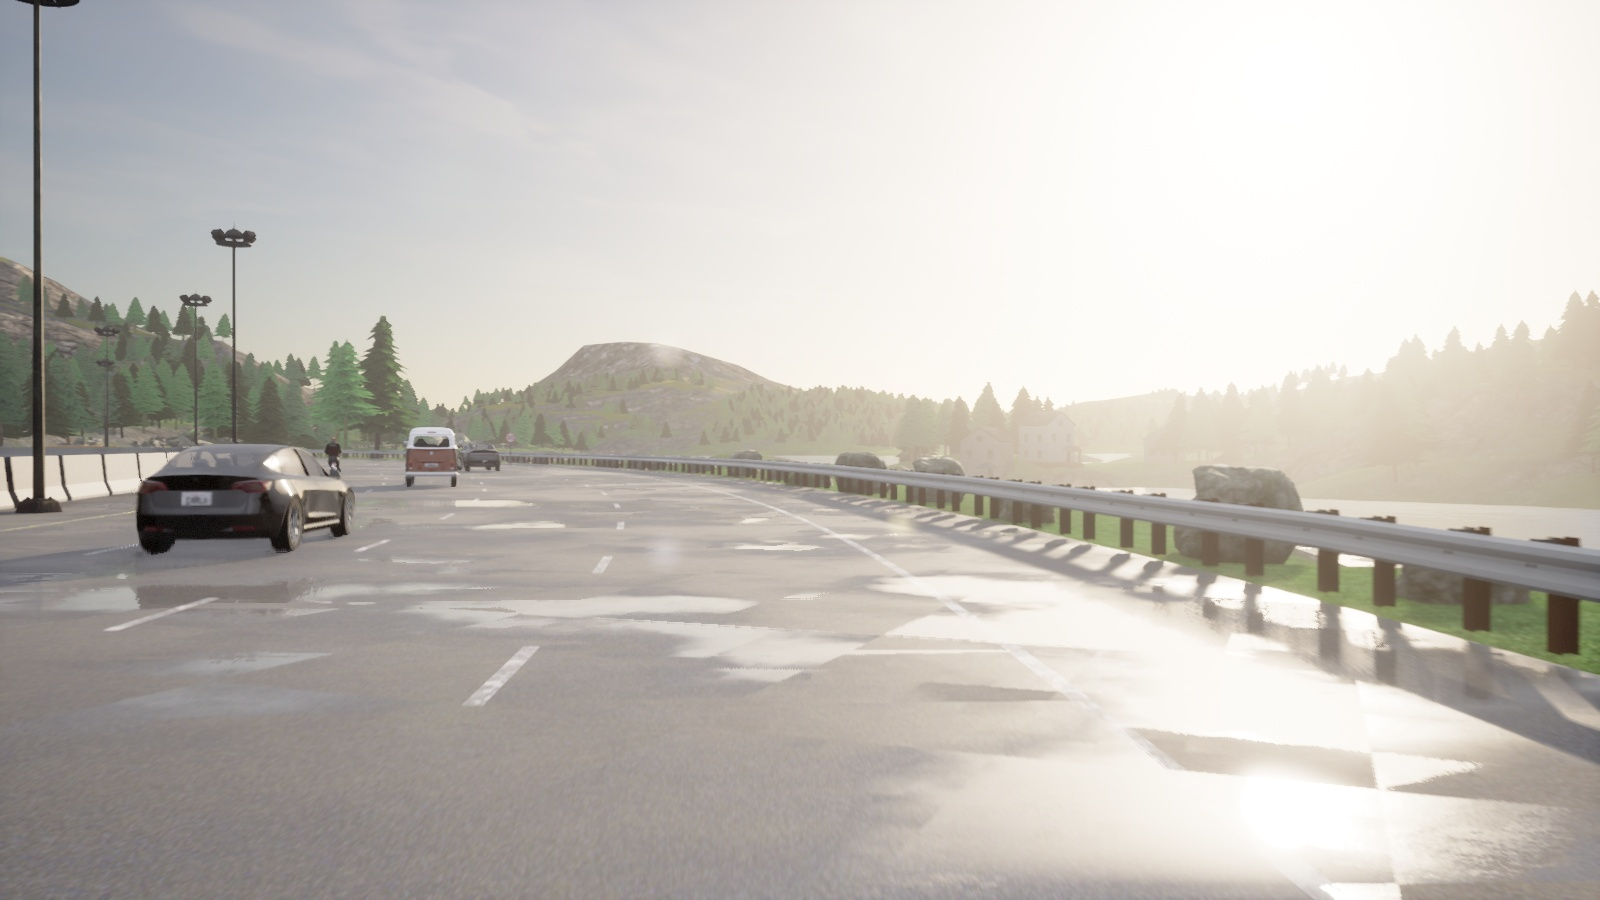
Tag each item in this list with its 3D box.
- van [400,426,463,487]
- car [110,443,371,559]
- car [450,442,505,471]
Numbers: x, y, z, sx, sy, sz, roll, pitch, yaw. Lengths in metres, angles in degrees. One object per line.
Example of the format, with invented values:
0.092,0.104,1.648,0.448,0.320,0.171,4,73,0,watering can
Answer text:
-13.102,0.211,44.783,2.069,2.038,4.480,0,0,-16,van
-8.032,0.637,18.609,2.163,1.488,4.792,0,0,-6,car
-17.346,0.314,67.426,2.128,1.511,4.902,0,0,-23,car
